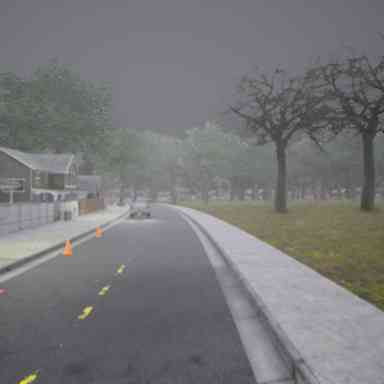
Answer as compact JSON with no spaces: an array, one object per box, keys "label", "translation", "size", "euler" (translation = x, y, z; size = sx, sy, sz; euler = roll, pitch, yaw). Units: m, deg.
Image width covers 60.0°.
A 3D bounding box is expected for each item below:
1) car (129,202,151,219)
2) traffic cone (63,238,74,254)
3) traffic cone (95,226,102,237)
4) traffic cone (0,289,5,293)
[{"label":"car","translation":[-4.993,1.758,32.445],"size":[1.812,1.442,4.674],"euler":[0,0,-6]},{"label":"traffic cone","translation":[-4.671,2.025,12.540],"size":[0.340,0.580,0.340],"euler":[0,0,-2]},{"label":"traffic cone","translation":[-4.908,2.061,17.496],"size":[0.340,0.580,0.340],"euler":[0,0,-3]},{"label":"traffic cone","translation":[-4.512,1.995,7.580],"size":[0.340,0.580,0.340],"euler":[0,0,-1]}]
